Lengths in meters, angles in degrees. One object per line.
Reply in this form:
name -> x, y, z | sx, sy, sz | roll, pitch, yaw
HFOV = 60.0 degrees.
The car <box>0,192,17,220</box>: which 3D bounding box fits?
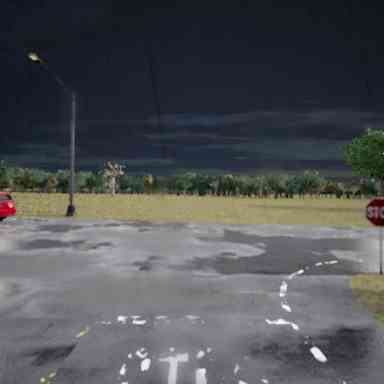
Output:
car -> -14.989, 0.980, 22.648 | 5.566, 2.045, 2.150 | 2, 1, 0
